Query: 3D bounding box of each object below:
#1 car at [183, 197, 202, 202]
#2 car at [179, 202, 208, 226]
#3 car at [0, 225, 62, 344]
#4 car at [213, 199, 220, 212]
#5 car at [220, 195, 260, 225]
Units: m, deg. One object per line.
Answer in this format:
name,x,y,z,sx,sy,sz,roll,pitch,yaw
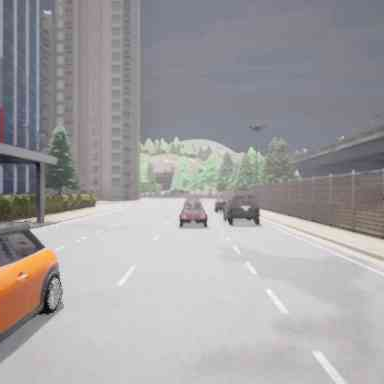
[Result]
car,0.088,1.372,37.636,2.097,1.767,4.553,0,0,0
car,0.093,1.613,23.278,1.895,1.301,4.718,0,0,0
car,-3.573,1.355,4.531,2.097,1.767,4.553,0,0,0
car,3.558,1.497,38.658,1.882,1.535,5.008,0,0,0
car,3.566,1.235,24.622,2.150,2.045,5.566,0,0,0
